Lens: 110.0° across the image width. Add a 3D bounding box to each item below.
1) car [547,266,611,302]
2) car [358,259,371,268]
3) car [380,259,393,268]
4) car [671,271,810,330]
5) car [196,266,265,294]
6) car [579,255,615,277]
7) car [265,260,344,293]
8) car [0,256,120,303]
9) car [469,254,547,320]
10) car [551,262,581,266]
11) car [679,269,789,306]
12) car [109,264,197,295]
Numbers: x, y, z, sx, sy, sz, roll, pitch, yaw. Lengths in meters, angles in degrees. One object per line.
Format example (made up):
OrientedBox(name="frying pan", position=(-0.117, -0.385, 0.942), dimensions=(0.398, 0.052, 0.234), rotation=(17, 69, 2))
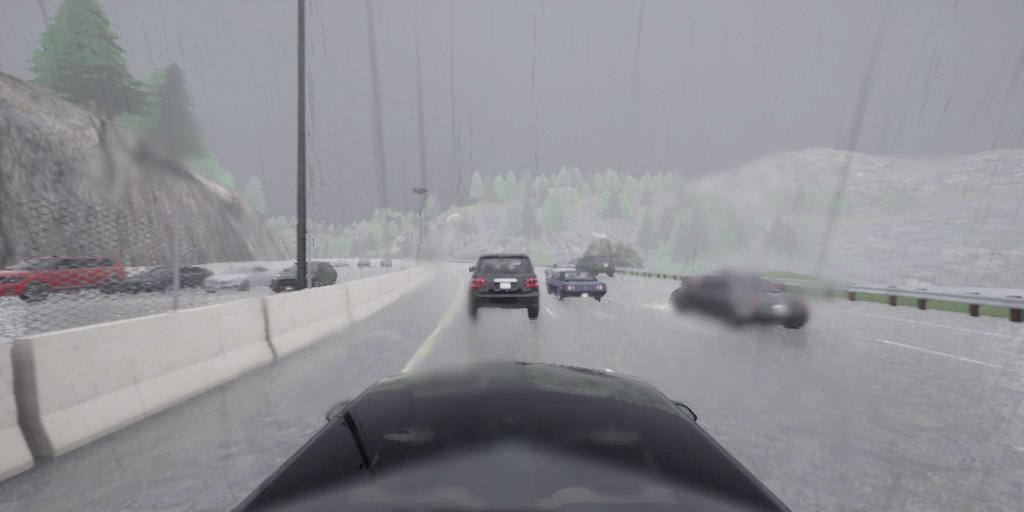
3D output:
OrientedBox(name="car", position=(2.832, 1.333, 17.020), dimensions=(1.895, 1.301, 4.718), rotation=(0, 0, -5))
OrientedBox(name="car", position=(-24.775, 1.232, 60.234), dimensions=(1.882, 1.535, 5.008), rotation=(0, 0, -20))
OrientedBox(name="car", position=(-21.470, 1.241, 61.403), dimensions=(2.128, 1.511, 4.902), rotation=(0, 0, -19))
OrientedBox(name="car", position=(6.717, 1.294, 11.094), dimensions=(1.994, 1.385, 4.181), rotation=(0, 0, -3))
OrientedBox(name="car", position=(-15.347, 1.293, 20.701), dimensions=(1.812, 1.442, 4.674), rotation=(0, 0, -7))
OrientedBox(name="car", position=(7.710, 0.931, 33.773), dimensions=(2.150, 2.045, 5.566), rotation=(0, 0, -9))
OrientedBox(name="car", position=(-11.864, 1.112, 20.911), dimensions=(2.097, 1.767, 4.553), rotation=(0, 0, -7))
OrientedBox(name="car", position=(-21.987, 1.004, 17.322), dimensions=(2.150, 2.045, 5.566), rotation=(0, 0, -6))
OrientedBox(name="car", position=(-0.357, 0.959, 12.783), dimensions=(2.150, 2.045, 5.566), rotation=(0, -1, -4))
OrientedBox(name="car", position=(4.323, 1.318, 32.792), dimensions=(1.895, 1.301, 4.718), rotation=(0, 0, -9))
OrientedBox(name="car", position=(9.887, 1.319, 16.515), dimensions=(1.895, 1.301, 4.718), rotation=(0, 0, -4))
OrientedBox(name="car", position=(-18.777, 1.280, 19.897), dimensions=(1.837, 1.490, 4.892), rotation=(0, 0, -7))
